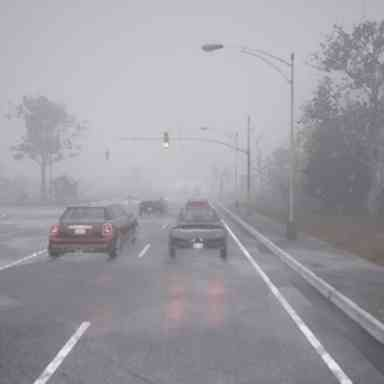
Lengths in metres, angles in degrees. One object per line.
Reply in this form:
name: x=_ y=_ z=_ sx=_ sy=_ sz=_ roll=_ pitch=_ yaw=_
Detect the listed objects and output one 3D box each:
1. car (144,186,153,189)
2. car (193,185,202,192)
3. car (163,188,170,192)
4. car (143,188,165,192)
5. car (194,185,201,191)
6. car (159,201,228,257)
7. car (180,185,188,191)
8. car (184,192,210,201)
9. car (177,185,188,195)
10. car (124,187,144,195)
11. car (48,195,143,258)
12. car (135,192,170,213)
car: x=-9.366 y=-0.198 z=69.478 sx=2.150 sy=2.045 sz=5.566 roll=0 pitch=3 yaw=1
car: x=1.217 y=-0.183 z=73.790 sx=2.033 sy=1.411 sz=5.357 roll=0 pitch=4 yaw=1
car: x=-5.861 y=-0.085 z=69.706 sx=2.097 sy=1.767 sz=4.553 roll=0 pitch=3 yaw=1
car: x=-6.208 y=0.576 z=54.580 sx=2.128 sy=1.511 sz=4.902 roll=0 pitch=1 yaw=1
car: x=1.412 y=-1.069 z=84.192 sx=1.812 sy=1.442 sz=4.674 roll=0 pitch=4 yaw=1
car: x=0.207 y=1.289 z=11.970 sx=2.128 sy=1.511 sz=4.902 roll=0 pitch=1 yaw=1
car: x=-2.087 y=-1.002 z=84.292 sx=1.895 sy=1.301 sz=4.718 roll=0 pitch=4 yaw=1
car: x=0.449 y=1.020 z=27.181 sx=1.882 sy=1.535 sz=5.008 roll=0 pitch=1 yaw=1
car: x=-2.275 y=-0.228 z=74.270 sx=1.812 sy=1.442 sz=4.674 roll=0 pitch=4 yaw=1
car: x=-9.716 y=0.440 z=54.250 sx=2.097 sy=1.767 sz=4.553 roll=0 pitch=1 yaw=1
car: x=-3.292 y=1.149 z=11.986 sx=2.097 sy=1.767 sz=4.553 roll=0 pitch=1 yaw=1
car: x=-3.055 y=1.023 z=27.004 sx=1.882 sy=1.535 sz=5.008 roll=0 pitch=1 yaw=1
